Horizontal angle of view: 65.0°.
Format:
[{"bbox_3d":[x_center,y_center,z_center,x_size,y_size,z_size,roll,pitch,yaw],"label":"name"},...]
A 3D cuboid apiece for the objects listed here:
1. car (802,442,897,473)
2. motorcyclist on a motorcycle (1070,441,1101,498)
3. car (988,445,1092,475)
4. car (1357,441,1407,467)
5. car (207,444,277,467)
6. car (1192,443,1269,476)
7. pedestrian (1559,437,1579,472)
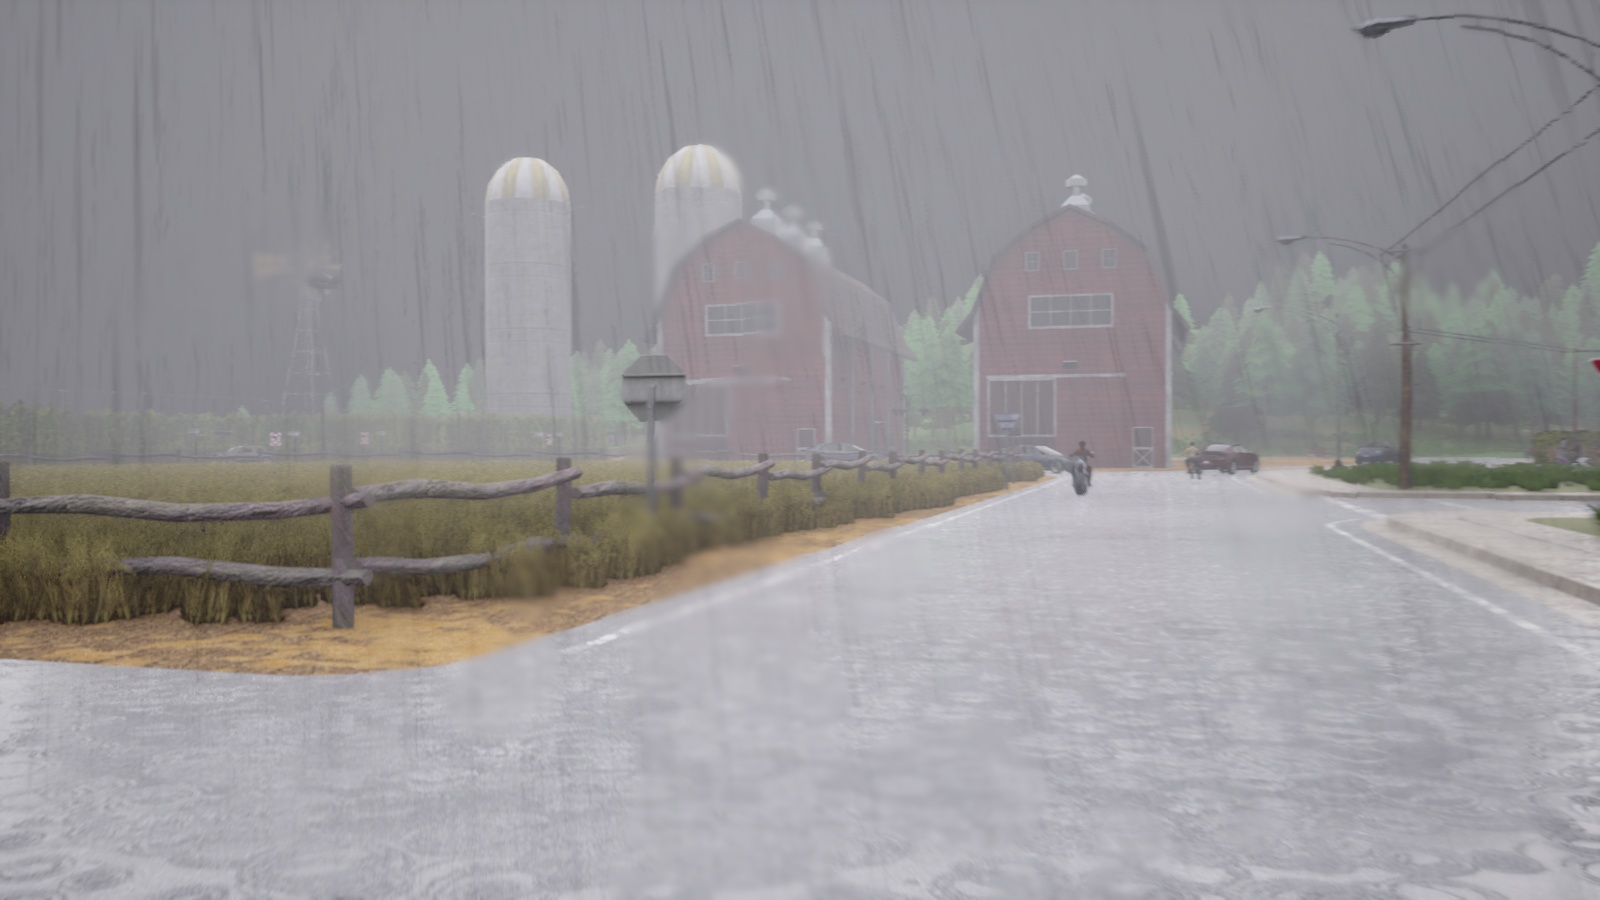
[{"bbox_3d":[2.719,0.401,68.485,4.856,1.649,2.033,0,0,13],"label":"car"},{"bbox_3d":[8.474,0.548,37.216,0.766,1.649,2.350,0,0,16],"label":"motorcyclist on a motorcycle"},{"bbox_3d":[12.266,0.488,64.357,4.792,1.488,2.163,0,0,37],"label":"car"},{"bbox_3d":[37.540,0.212,80.917,1.851,1.617,3.988,0,1,42],"label":"car"},{"bbox_3d":[-37.182,0.368,83.723,3.806,1.475,1.970,0,0,-44],"label":"car"},{"bbox_3d":[21.321,0.453,62.080,1.882,1.535,5.008,0,0,41],"label":"car"},{"bbox_3d":[43.543,0.252,71.122,0.873,1.952,0.659,0,0,23],"label":"pedestrian"}]
